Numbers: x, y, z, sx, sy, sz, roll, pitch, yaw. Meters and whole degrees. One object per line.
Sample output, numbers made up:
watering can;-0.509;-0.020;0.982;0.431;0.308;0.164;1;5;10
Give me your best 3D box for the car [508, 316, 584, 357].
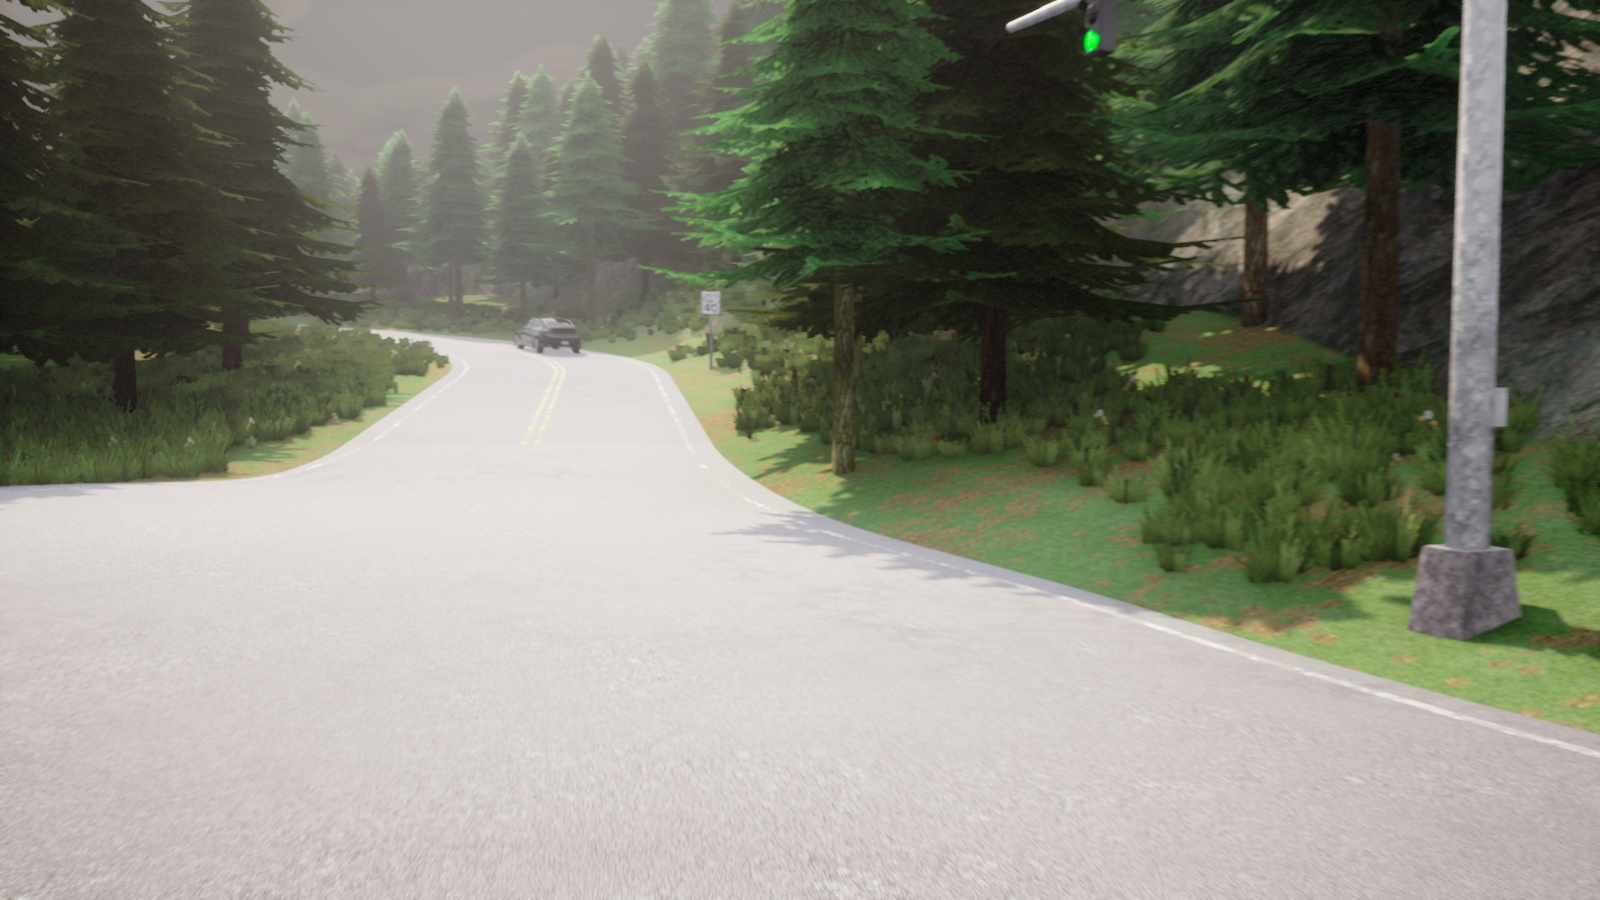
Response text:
car;-11.119;-4.964;54.681;1.837;1.490;4.892;-2;8;-29
